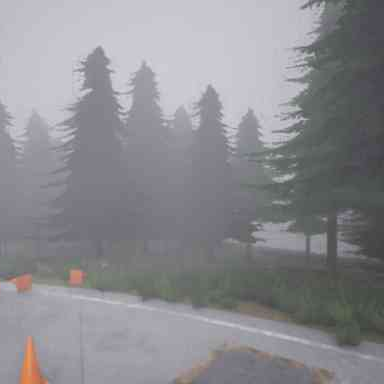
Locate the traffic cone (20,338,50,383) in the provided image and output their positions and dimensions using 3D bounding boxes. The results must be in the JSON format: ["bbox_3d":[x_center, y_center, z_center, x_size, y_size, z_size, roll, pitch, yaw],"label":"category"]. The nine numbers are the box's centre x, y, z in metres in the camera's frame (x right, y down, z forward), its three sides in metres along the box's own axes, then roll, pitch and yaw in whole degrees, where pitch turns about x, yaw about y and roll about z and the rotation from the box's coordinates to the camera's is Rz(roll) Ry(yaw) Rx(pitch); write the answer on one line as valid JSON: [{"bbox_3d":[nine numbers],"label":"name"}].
[{"bbox_3d":[-1.856,1.977,3.828,0.340,0.580,0.340,-2,0,37],"label":"traffic cone"}]
